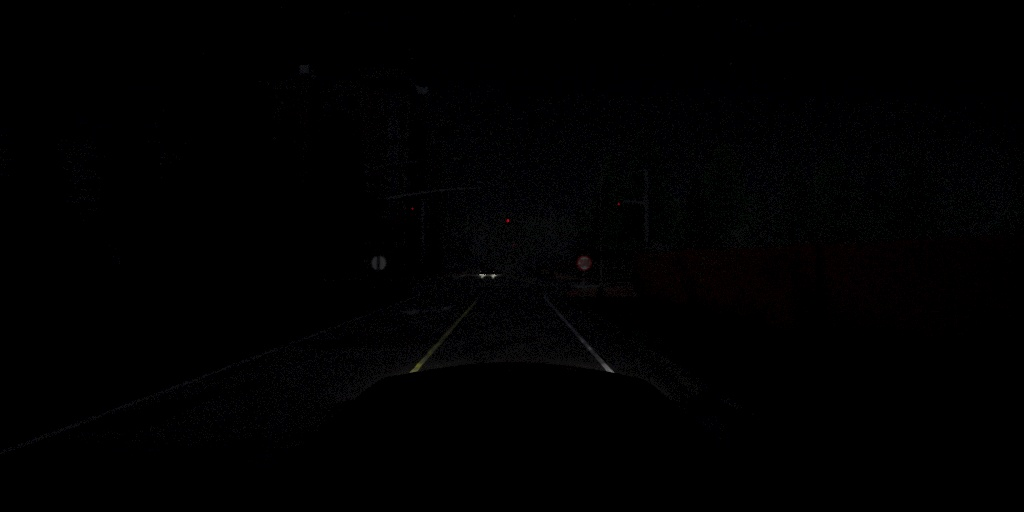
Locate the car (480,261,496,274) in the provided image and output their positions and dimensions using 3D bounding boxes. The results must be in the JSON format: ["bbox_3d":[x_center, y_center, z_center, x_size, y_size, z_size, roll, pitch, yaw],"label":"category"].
[{"bbox_3d":[-3.505,1.761,53.446,2.150,2.045,5.566,0,1,0],"label":"car"}]
